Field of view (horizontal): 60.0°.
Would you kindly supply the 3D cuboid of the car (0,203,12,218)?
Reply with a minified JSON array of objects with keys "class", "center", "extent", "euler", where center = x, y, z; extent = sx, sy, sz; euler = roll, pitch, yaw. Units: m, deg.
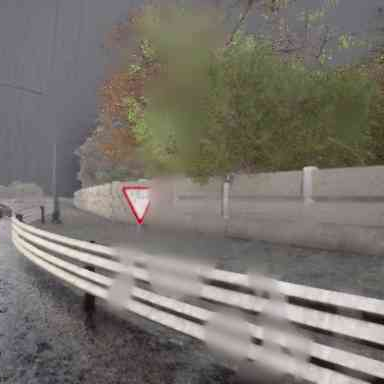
[{"class":"car","center":[-19.275,1.829,32.904],"extent":[1.812,1.442,4.674],"euler":[0,0,-16]}]
